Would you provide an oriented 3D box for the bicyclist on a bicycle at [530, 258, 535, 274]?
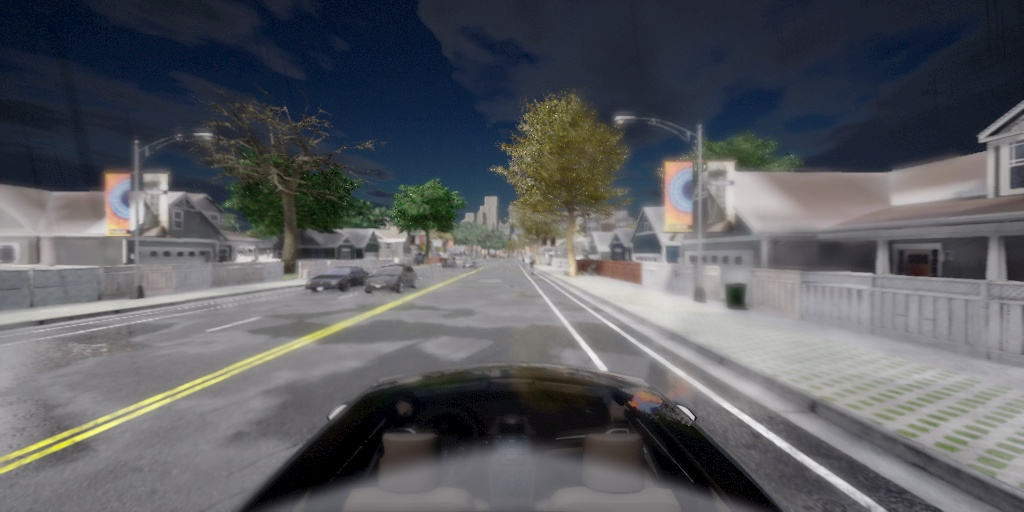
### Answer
[{"bbox_3d":[2.193,1.143,38.603,0.659,1.776,1.843,0,0,-1],"label":"bicyclist on a bicycle"}]

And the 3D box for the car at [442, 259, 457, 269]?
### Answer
[{"bbox_3d":[-9.810,1.286,56.656,1.837,1.490,4.892,0,0,0],"label":"car"}]

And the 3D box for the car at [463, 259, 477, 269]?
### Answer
[{"bbox_3d":[-6.556,1.274,56.205,2.128,1.511,4.902,0,0,0],"label":"car"}]

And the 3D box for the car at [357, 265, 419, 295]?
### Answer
[{"bbox_3d":[-6.597,1.267,20.133,1.837,1.490,4.892,0,0,0],"label":"car"}]

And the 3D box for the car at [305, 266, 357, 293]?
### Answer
[{"bbox_3d":[-9.848,1.310,21.104,2.033,1.411,5.357,0,0,0],"label":"car"}]
